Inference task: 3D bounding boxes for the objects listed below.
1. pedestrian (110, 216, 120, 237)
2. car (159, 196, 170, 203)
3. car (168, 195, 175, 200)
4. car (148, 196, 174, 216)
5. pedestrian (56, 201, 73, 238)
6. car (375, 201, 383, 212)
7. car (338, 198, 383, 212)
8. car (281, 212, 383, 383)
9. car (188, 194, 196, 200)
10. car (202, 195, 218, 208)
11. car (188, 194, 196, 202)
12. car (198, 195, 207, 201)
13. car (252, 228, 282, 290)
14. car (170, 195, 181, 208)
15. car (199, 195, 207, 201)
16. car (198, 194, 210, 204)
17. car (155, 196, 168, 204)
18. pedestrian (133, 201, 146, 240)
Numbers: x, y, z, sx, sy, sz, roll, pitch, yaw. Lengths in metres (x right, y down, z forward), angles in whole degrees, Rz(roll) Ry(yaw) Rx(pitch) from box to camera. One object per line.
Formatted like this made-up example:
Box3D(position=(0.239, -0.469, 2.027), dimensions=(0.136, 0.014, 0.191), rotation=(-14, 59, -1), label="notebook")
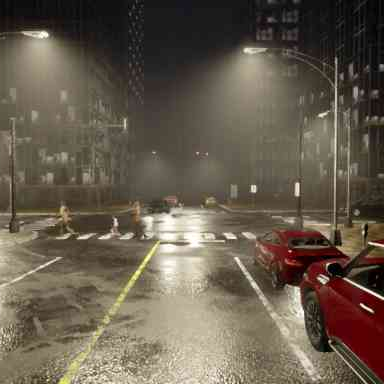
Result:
Box3D(position=(-3.820, 1.665, 16.582), dimensions=(0.500, 1.100, 0.500), rotation=(-1, 1, 0), label="pedestrian")
Box3D(position=(-5.665, 1.510, 69.636), dimensions=(1.947, 1.339, 4.313), rotation=(-1, 0, 0), label="car")
Box3D(position=(-5.663, 1.493, 92.331), dimensions=(1.802, 1.307, 4.206), rotation=(-1, 0, 0), label="car")
Box3D(position=(-3.105, 1.404, 32.281), dimensions=(1.882, 1.535, 5.008), rotation=(0, -1, 0), label="car")
Box3D(position=(-6.122, 1.286, 15.950), dimensions=(0.375, 1.860, 0.375), rotation=(-1, 1, 0), label="pedestrian")
Box3D(position=(16.129, 1.537, 24.068), dimensions=(4.313, 1.339, 1.947), rotation=(0, 1, -5), label="car")
Box3D(position=(15.651, 1.356, 29.843), dimensions=(4.892, 1.490, 1.837), rotation=(0, 1, -5), label="car")
Box3D(position=(2.672, 1.314, 3.168), dimensions=(2.192, 1.841, 5.009), rotation=(-1, 0, 0), label="car")
Box3D(position=(0.005, 1.233, 84.229), dimensions=(1.882, 1.535, 5.008), rotation=(0, 0, 0), label="car")
Box3D(position=(2.810, 1.495, 48.331), dimensions=(1.752, 1.417, 4.829), rotation=(-1, 0, 0), label="car")
Box3D(position=(0.004, 1.525, 74.255), dimensions=(1.895, 1.301, 4.718), rotation=(0, 0, 0), label="car")
Box3D(position=(2.684, 1.471, 86.595), dimensions=(2.008, 1.369, 4.403), rotation=(-1, 0, 0), label="car")
Box3D(position=(2.679, 1.578, 8.793), dimensions=(1.802, 1.307, 4.206), rotation=(-1, 0, 0), label="car")
Box3D(position=(-3.093, 1.321, 48.562), dimensions=(2.097, 1.767, 4.553), rotation=(0, 0, 0), label="car")
Box3D(position=(2.683, 1.494, 80.922), dimensions=(1.947, 1.339, 4.313), rotation=(-1, 0, 0), label="car")
Box3D(position=(2.717, 1.268, 63.412), dimensions=(2.192, 1.841, 5.009), rotation=(-1, 0, 0), label="car")
Box3D(position=(-5.836, 1.518, 63.962), dimensions=(1.947, 1.339, 4.313), rotation=(-1, 0, 0), label="car")
Box3D(position=(-2.476, 1.287, 15.274), dimensions=(0.375, 1.860, 0.375), rotation=(-1, 1, 0), label="pedestrian")
